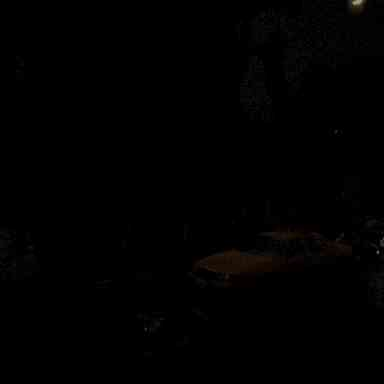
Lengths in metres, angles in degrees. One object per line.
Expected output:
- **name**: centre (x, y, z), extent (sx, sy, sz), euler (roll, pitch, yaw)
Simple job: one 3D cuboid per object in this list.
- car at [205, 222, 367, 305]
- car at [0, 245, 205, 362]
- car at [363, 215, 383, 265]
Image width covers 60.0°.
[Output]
- **car**: centre (2.146, 1.570, 8.192), extent (4.829, 1.417, 1.752), euler (0, 0, -36)
- **car**: centre (-2.138, 1.574, 5.125), extent (4.313, 1.339, 1.947), euler (0, 0, -36)
- **car**: centre (6.705, 1.524, 11.455), extent (4.097, 1.590, 1.967), euler (0, 0, -36)
